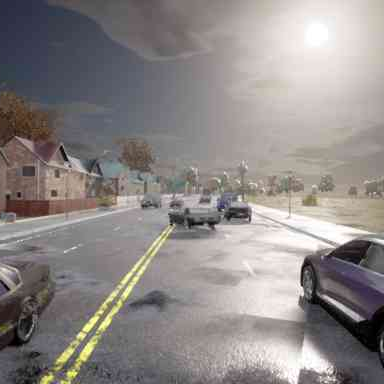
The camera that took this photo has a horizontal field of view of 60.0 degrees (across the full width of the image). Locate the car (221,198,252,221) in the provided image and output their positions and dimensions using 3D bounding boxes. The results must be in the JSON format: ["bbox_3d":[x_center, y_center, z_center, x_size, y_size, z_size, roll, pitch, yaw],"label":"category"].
[{"bbox_3d":[3.693,1.489,27.089,1.882,1.535,5.008,0,0,2],"label":"car"}]

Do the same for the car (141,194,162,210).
[{"bbox_3d":[-5.421,1.257,44.898,2.150,2.045,5.566,0,0,3],"label":"car"}]

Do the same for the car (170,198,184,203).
[{"bbox_3d":[-2.070,1.581,46.791,2.033,1.411,5.357,0,0,3],"label":"car"}]

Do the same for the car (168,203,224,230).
[{"bbox_3d":[-0.019,1.610,21.446,1.895,1.301,4.718,0,0,-23],"label":"car"}]

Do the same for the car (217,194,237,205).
[{"bbox_3d":[4.103,1.240,38.056,2.150,2.045,5.566,0,0,2],"label":"car"}]

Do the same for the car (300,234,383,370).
[{"bbox_3d":[3.270,1.433,5.205,2.033,1.649,4.856,0,0,0],"label":"car"}]

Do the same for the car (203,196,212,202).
[{"bbox_3d":[3.846,1.612,82.319,2.033,1.411,5.357,0,0,6],"label":"car"}]

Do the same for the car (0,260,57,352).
[{"bbox_3d":[-3.329,1.549,3.619,2.033,1.411,5.357,0,0,0],"label":"car"}]

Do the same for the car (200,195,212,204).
[{"bbox_3d":[2.689,1.404,67.503,2.097,1.767,4.553,0,0,5],"label":"car"}]

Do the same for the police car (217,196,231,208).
[{"bbox_3d":[4.649,1.453,49.067,1.930,1.638,5.238,0,0,3],"label":"police car"}]
